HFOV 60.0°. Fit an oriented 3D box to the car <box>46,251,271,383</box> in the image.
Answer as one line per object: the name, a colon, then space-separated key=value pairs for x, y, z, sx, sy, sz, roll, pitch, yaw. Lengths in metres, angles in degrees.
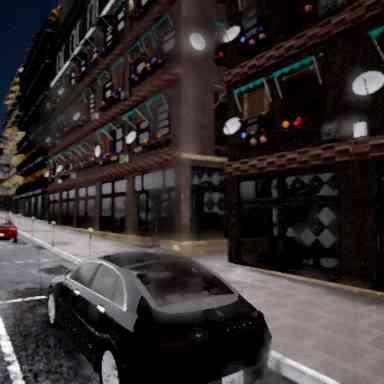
car: x=-0.970 y=1.720 z=5.361 sx=1.837 sy=1.490 sz=4.892 roll=2 pitch=-3 yaw=-35

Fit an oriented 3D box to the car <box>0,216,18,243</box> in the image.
car: x=-11.381 y=2.192 z=19.514 sx=1.887 sy=1.381 sz=4.507 roll=4 pitch=-4 yaw=-35
